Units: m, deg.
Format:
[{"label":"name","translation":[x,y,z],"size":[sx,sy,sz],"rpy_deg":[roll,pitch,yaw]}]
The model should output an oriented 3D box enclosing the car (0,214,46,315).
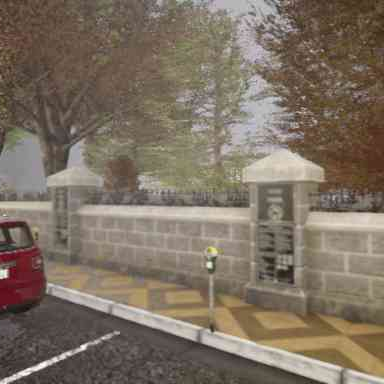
[{"label":"car","translation":[-4.826,1.330,6.406],"size":[5.009,1.841,2.192],"rpy_deg":[0,-1,36]}]
